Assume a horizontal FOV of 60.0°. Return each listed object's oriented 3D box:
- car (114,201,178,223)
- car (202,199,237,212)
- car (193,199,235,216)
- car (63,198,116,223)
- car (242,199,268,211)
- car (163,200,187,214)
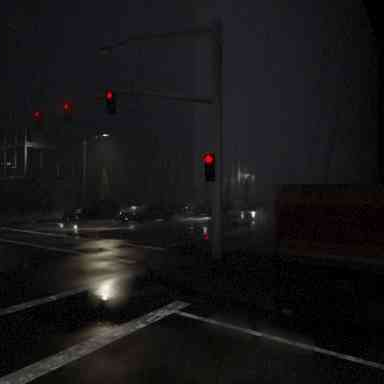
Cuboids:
[{"bbox_3d":[-3.483,1.656,25.994,1.895,1.301,4.718,0,0,36],"label":"car"},{"bbox_3d":[3.537,1.603,41.789,2.033,1.411,5.357,0,0,35],"label":"car"},{"bbox_3d":[2.039,1.533,33.693,1.882,1.535,5.008,0,0,35],"label":"car"},{"bbox_3d":[-7.748,1.407,26.047,2.097,1.767,4.553,0,0,36],"label":"car"},{"bbox_3d":[8.015,1.581,42.007,1.812,1.442,4.674,0,0,36],"label":"car"},{"bbox_3d":[-2.425,1.560,33.475,1.837,1.490,4.892,0,0,36],"label":"car"}]
